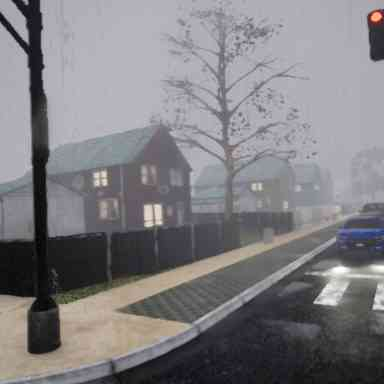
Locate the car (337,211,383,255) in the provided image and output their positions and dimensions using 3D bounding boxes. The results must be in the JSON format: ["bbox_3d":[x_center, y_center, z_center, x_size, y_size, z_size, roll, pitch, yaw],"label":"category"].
[{"bbox_3d":[7.890,1.849,15.166,1.882,1.535,5.008,-5,-4,32],"label":"car"}]

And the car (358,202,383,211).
[{"bbox_3d":[13.522,1.761,24.179,2.150,2.045,5.566,-5,-4,32],"label":"car"}]

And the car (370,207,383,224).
[{"bbox_3d":[19.214,2.254,33.190,2.033,1.411,5.357,-5,-4,32],"label":"car"}]
